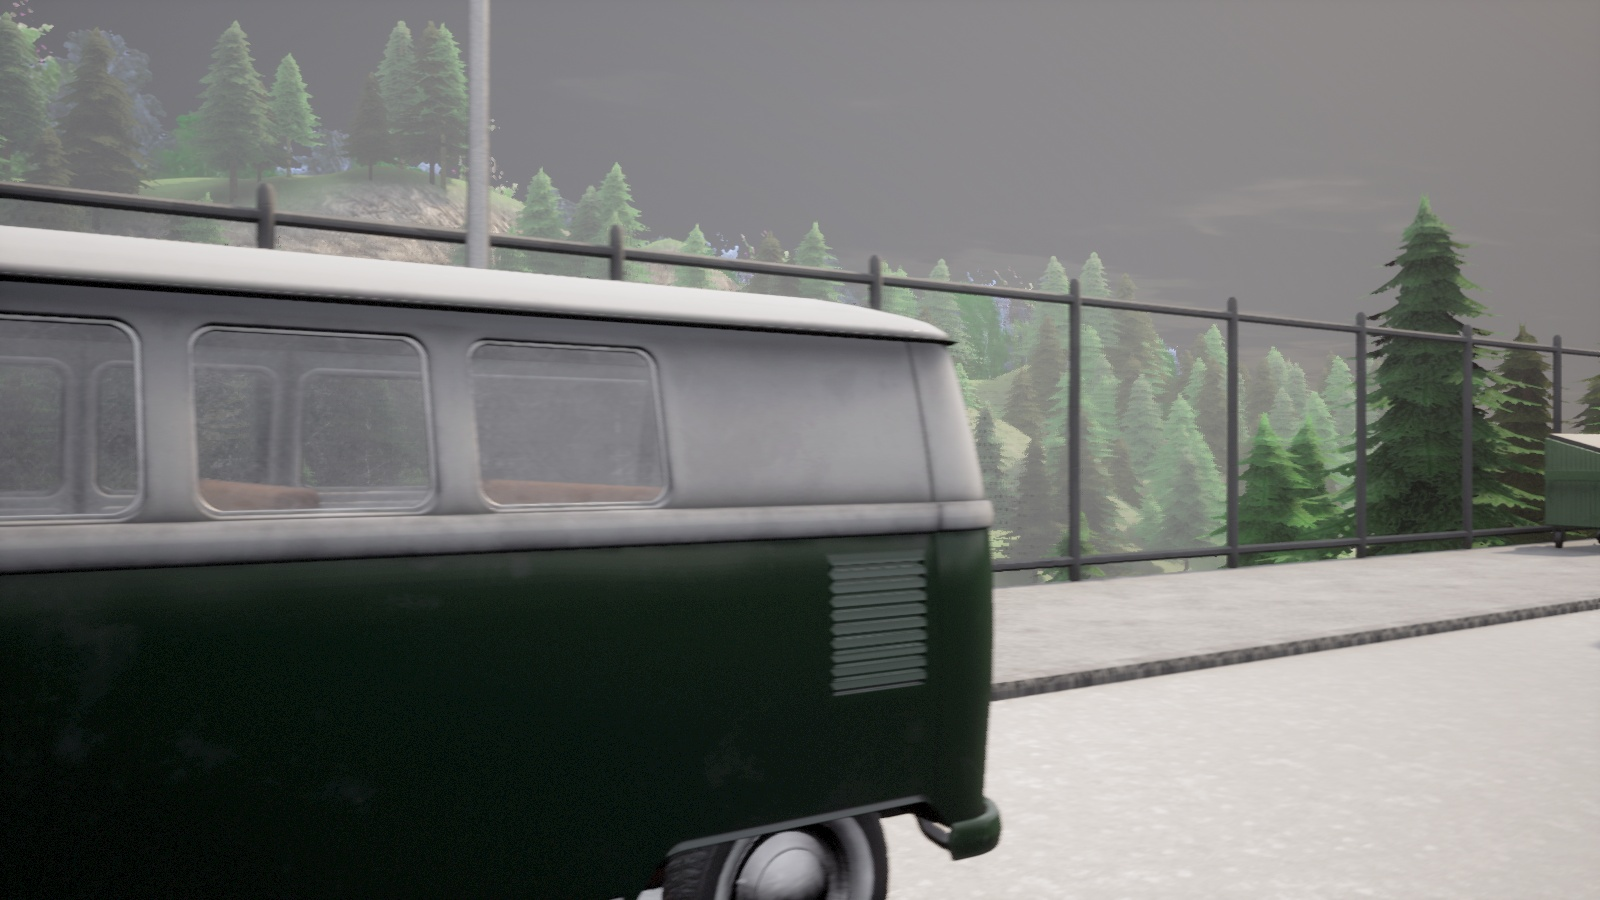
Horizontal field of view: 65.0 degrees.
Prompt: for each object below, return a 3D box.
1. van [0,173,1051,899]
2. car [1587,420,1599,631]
[{"bbox_3d":[-1.591,0.509,3.160,4.442,1.987,1.775,0,0,-35],"label":"van"},{"bbox_3d":[8.806,0.596,10.398,4.611,1.667,2.242,0,0,-35],"label":"car"}]
